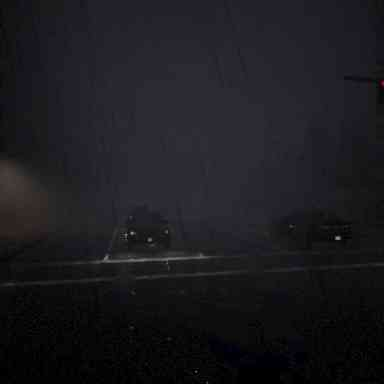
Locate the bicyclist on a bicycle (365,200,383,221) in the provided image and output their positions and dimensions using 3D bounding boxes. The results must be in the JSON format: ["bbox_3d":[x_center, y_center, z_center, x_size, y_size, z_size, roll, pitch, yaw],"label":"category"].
[{"bbox_3d":[14.245,1.447,25.942,1.656,1.620,0.582,-1,-1,-11],"label":"bicyclist on a bicycle"}]

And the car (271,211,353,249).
[{"bbox_3d":[5.266,1.606,15.307,2.128,1.511,4.902,0,-1,-10],"label":"car"}]

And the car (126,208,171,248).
[{"bbox_3d":[-2.146,1.714,15.950,1.812,1.442,4.674,0,-1,-11],"label":"car"}]

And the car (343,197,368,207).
[{"bbox_3d":[25.240,1.595,50.244,4.553,1.767,2.097,0,-1,-10],"label":"car"}]

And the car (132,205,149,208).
[{"bbox_3d":[-4.006,1.811,25.910,1.837,1.490,4.892,0,-1,-10],"label":"car"}]
